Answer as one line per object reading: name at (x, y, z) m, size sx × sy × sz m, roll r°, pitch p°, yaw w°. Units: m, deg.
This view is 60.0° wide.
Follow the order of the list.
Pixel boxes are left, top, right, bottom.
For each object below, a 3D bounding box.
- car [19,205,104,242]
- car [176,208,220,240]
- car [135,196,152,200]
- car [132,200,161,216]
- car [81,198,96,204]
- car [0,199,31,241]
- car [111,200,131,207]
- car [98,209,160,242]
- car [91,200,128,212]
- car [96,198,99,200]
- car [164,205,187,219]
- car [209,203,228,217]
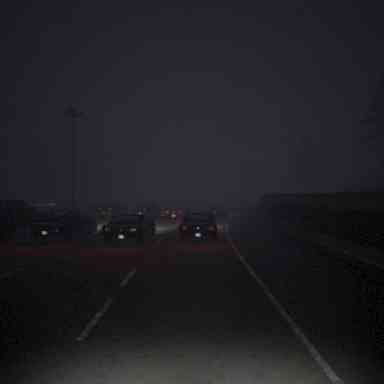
car at (-6.603, 1.669, 17.581) m, size 2.128 × 1.511 × 4.902 m, roll 0°, pitch -1°, yaw 3°
car at (0.424, 1.784, 18.190) m, size 1.895 × 1.301 × 4.718 m, roll 0°, pitch -1°, yaw 3°
car at (-9.998, 1.895, 66.840) m, size 2.150 × 2.045 × 5.566 m, roll 0°, pitch -1°, yaw 21°
car at (-4.572, 1.854, 34.706) m, size 1.837 × 1.490 × 4.892 m, roll 0°, pitch -1°, yaw 10°
car at (-20.740, 2.040, 68.236) m, size 2.097 × 1.767 × 4.553 m, roll 0°, pitch -1°, yaw 21°
car at (-10.094, 1.404, 18.137) m, size 2.150 × 2.045 × 5.566 m, roll 0°, pitch -1°, yaw 3°
car at (-14.086, 2.220, 66.005) m, size 1.994 × 1.385 × 4.181 m, roll 0°, pitch -1°, yaw 21°
car at (-3.124, 1.777, 17.445) m, size 1.895 × 1.301 × 4.718 m, roll 0°, pitch -1°, yaw 3°
car at (-8.145, 1.840, 34.636) m, size 2.128 × 1.511 × 4.902 m, roll 0°, pitch -1°, yaw 10°
car at (-17.120, 2.233, 67.861) m, size 1.994 × 1.385 × 4.181 m, roll 0°, pitch -1°, yaw 21°
car at (-1.338, 1.933, 33.089) m, size 1.895 × 1.301 × 4.718 m, roll 0°, pitch -1°, yaw 10°
car at (2.711, 1.884, 35.652) m, size 1.812 × 1.442 × 4.674 m, roll 0°, pitch -1°, yaw 11°
